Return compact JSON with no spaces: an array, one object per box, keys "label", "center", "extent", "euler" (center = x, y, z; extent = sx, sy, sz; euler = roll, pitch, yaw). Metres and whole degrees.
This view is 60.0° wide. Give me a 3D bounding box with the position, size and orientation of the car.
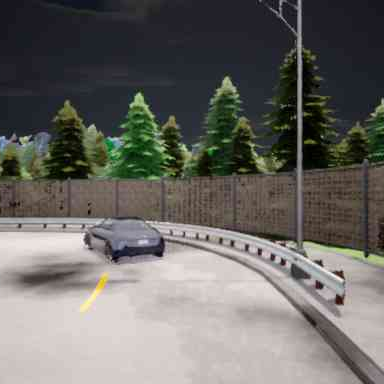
[{"label":"car","center":[-2.671,1.631,12.718],"extent":[1.994,1.385,4.181],"euler":[0,0,-32]}]
